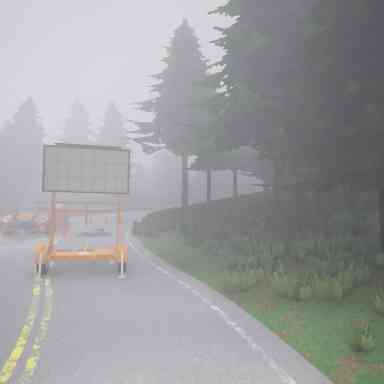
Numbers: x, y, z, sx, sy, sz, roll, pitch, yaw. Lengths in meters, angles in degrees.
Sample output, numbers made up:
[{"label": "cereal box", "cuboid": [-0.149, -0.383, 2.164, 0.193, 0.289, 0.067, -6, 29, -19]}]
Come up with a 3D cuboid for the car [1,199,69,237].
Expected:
[{"label": "car", "cuboid": [-7.877, 1.215, 17.121, 2.097, 1.767, 4.553, 1, 0, -7]}]

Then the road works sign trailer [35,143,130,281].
[{"label": "road works sign trailer", "cuboid": [-3.093, 0.424, 9.792, 2.380, 3.560, 2.880, 2, 0, -15]}]
